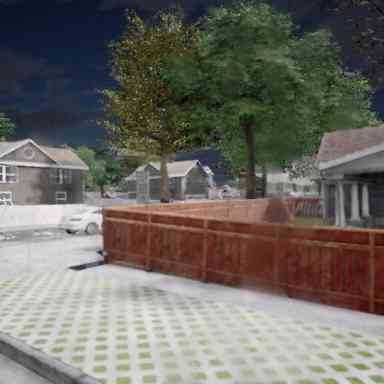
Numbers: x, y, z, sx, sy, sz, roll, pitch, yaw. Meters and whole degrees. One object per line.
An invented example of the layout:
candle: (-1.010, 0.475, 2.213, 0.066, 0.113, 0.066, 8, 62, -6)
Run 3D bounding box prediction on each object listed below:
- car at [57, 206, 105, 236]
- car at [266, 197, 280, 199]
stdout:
car: (-4.991, 1.503, 18.169, 1.812, 1.442, 4.674, -2, -1, 35)
car: (10.984, 1.449, 45.815, 2.097, 1.767, 4.553, -2, -2, 36)
